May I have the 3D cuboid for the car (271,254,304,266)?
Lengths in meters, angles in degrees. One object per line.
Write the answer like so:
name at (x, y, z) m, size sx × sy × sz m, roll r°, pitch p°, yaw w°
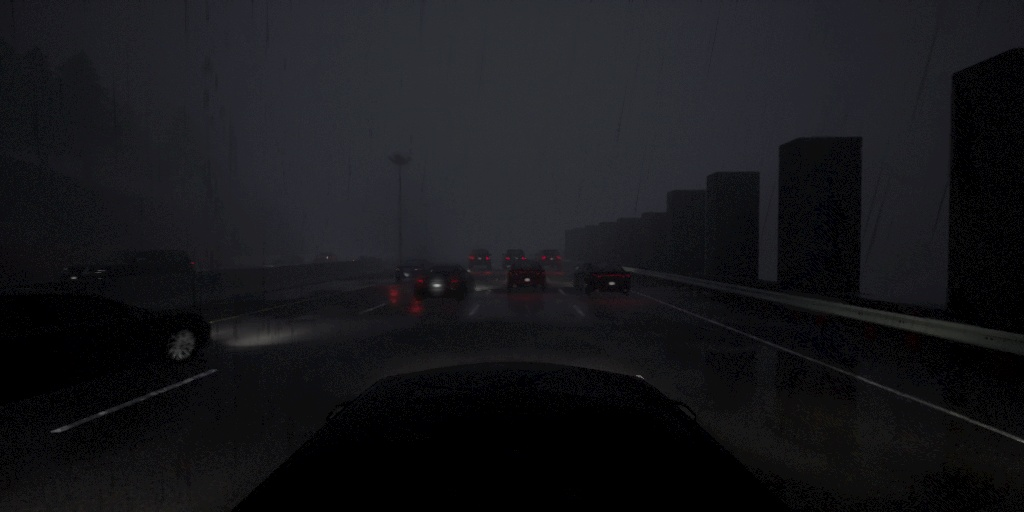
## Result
car at (-29.125, 0.486, 46.836) m, size 2.033 × 1.411 × 5.357 m, roll 0°, pitch 1°, yaw -8°

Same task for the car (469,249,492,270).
car at (-3.363, 0.337, 38.023) m, size 2.150 × 2.045 × 5.566 m, roll 0°, pitch 0°, yaw -4°

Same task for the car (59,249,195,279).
car at (-20.417, 0.643, 19.505) m, size 2.150 × 2.045 × 5.566 m, roll 0°, pitch 1°, yaw 1°

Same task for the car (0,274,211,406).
car at (-6.711, 1.193, 4.808) m, size 1.837 × 1.490 × 4.892 m, roll 0°, pitch 1°, yaw 2°

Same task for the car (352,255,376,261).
car at (-18.284, 0.590, 44.638) m, size 1.895 × 1.301 × 4.718 m, roll 0°, pitch 1°, yaw -7°

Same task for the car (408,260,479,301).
car at (-2.812, 1.069, 15.711) m, size 1.994 × 1.385 × 4.181 m, roll 0°, pitch 1°, yaw 2°

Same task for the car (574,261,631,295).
car at (4.228, 0.961, 17.452) m, size 1.882 × 1.535 × 5.008 m, roll 0°, pitch 1°, yaw 1°

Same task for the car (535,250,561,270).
car at (3.687, 0.353, 37.533) m, size 2.150 × 2.045 × 5.566 m, roll 0°, pitch 0°, yaw -4°

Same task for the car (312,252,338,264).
car at (-26.014, 0.239, 49.964) m, size 2.097 × 1.767 × 4.553 m, roll 0°, pitch 1°, yaw -9°

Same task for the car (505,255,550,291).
car at (0.750, 0.926, 19.216) m, size 1.882 × 1.535 × 5.008 m, roll 0°, pitch 1°, yaw 1°

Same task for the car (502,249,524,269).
car at (0.172, 0.347, 37.676) m, size 2.150 × 2.045 × 5.566 m, roll 0°, pitch 0°, yaw -5°

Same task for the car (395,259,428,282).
car at (-6.259, 0.891, 23.587) m, size 1.812 × 1.442 × 4.674 m, roll 0°, pitch 1°, yaw -1°
